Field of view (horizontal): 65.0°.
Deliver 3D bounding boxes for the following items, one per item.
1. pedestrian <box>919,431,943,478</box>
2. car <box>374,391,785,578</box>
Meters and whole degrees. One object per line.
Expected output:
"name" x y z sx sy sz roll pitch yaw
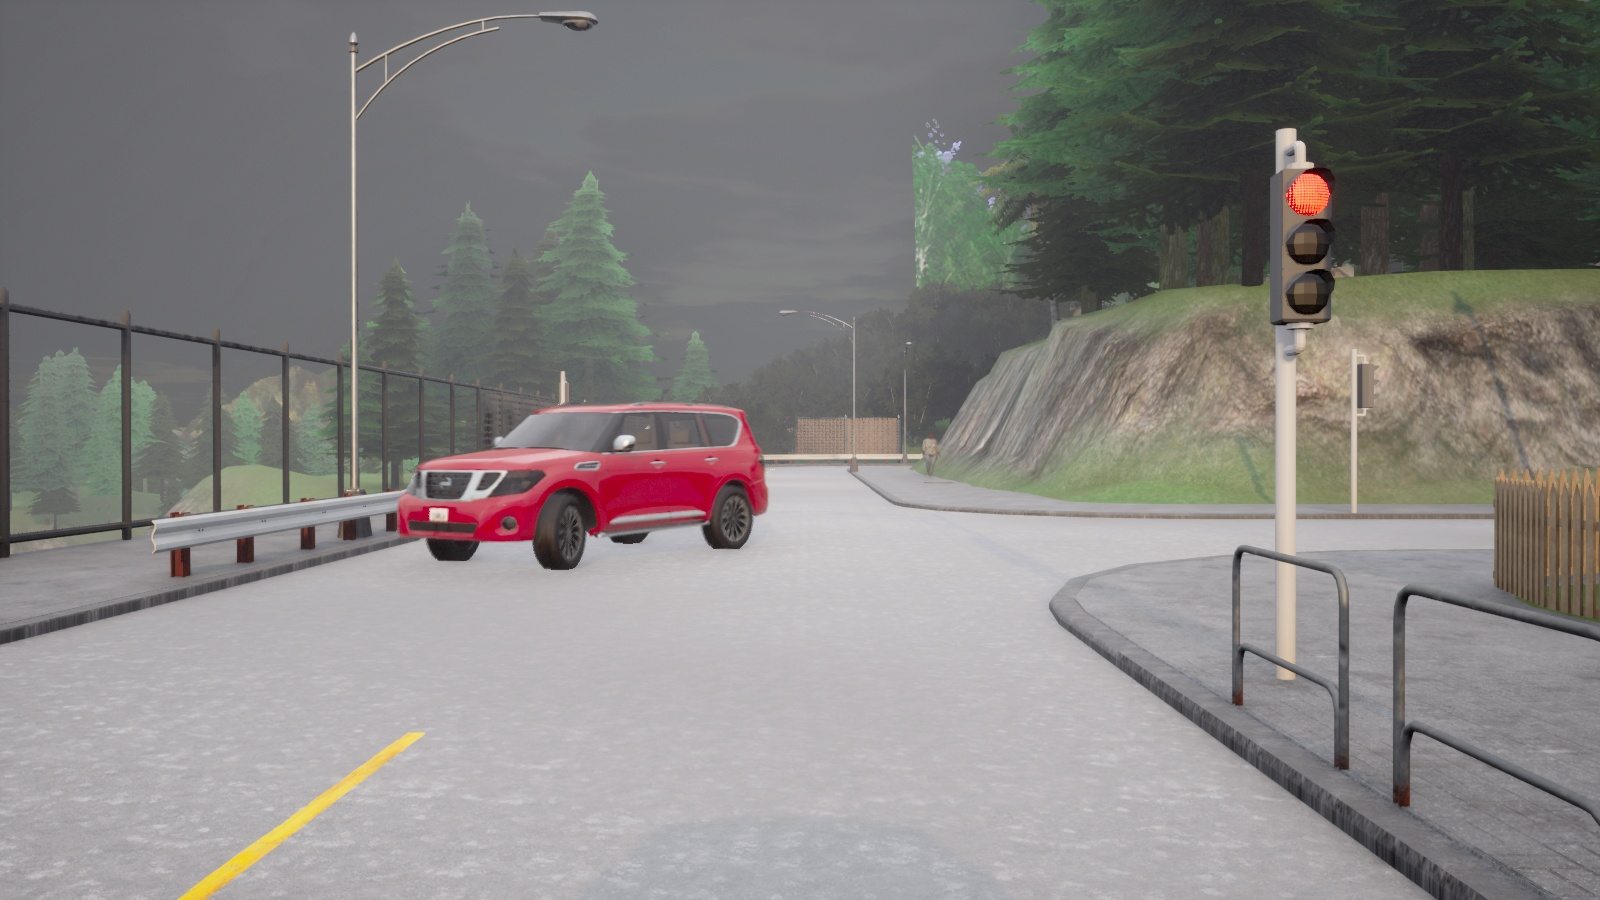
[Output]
"pedestrian" 5.265 0.175 50.628 0.874 1.855 0.900 0 0 -1
"car" -2.642 0.369 16.664 2.150 2.045 5.566 0 0 33
